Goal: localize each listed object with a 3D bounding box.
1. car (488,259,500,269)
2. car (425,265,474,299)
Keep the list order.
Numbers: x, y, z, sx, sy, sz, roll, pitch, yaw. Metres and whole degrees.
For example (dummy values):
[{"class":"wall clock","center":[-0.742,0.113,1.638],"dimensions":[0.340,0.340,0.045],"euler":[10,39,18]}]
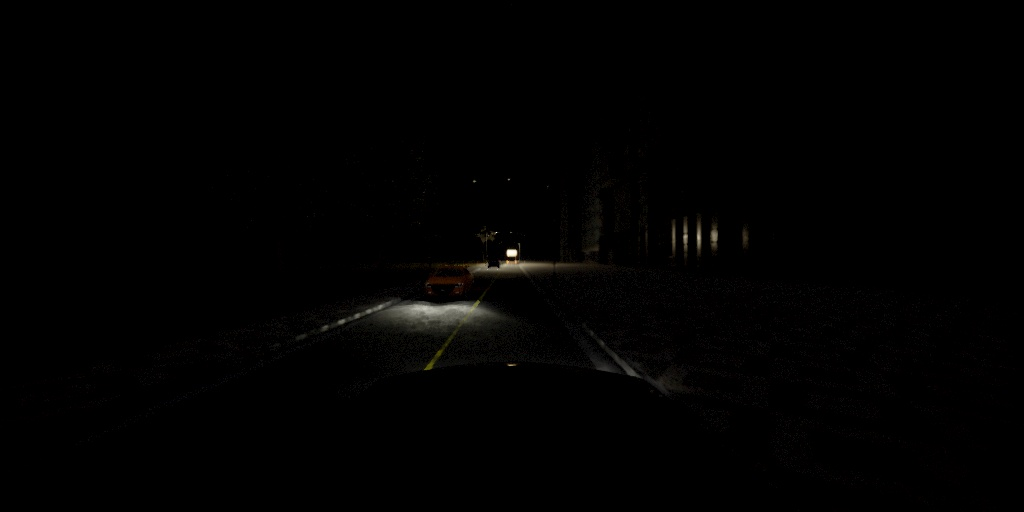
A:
[{"class":"car","center":[-3.036,1.312,60.290],"dimensions":[1.882,1.535,5.008],"euler":[0,0,1]},{"class":"car","center":[-3.100,1.260,18.473],"dimensions":[1.882,1.535,5.008],"euler":[0,0,0]}]
